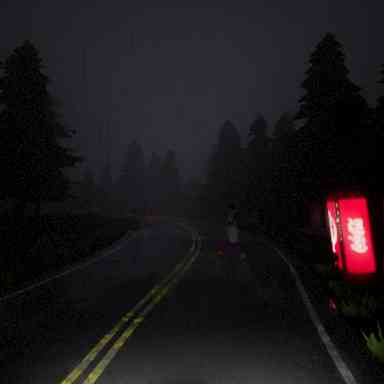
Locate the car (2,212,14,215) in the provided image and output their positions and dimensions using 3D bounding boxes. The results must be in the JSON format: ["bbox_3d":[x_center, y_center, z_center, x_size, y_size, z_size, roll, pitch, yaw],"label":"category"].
[{"bbox_3d":[-24.158,3.349,44.983,4.718,1.301,1.895,-6,-7,13],"label":"car"}]

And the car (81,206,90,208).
[{"bbox_3d":[-14.111,2.650,44.276,4.674,1.442,1.812,-6,-7,33],"label":"car"}]

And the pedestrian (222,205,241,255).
[{"bbox_3d":[1.357,1.323,11.268,0.375,1.860,0.375,4,-5,8],"label":"pedestrian"}]

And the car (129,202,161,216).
[{"bbox_3d":[-5.190,1.858,36.108,2.128,1.511,4.902,4,-5,-36],"label":"car"}]

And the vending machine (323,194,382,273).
[{"bbox_3d":[4.565,1.178,9.571,1.100,2.100,0.880,-6,-6,9],"label":"vending machine"}]
